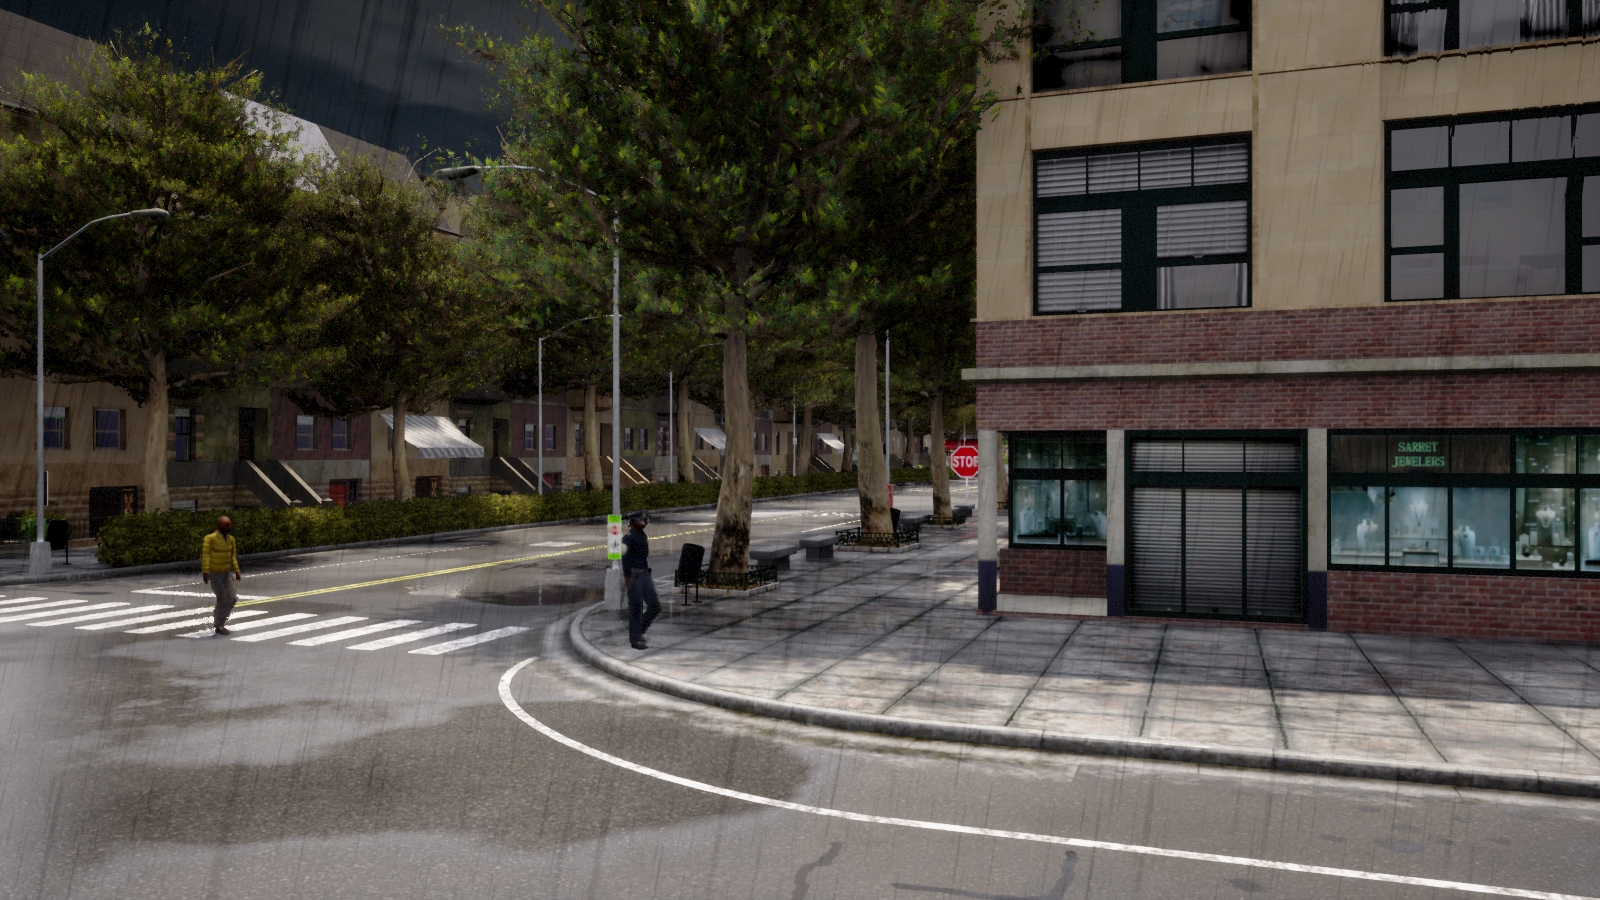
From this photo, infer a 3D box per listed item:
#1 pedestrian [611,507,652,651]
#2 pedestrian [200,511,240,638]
[{"bbox_3d":[-2.238,1.699,15.180,0.375,1.860,0.375,0,0,29],"label":"pedestrian"},{"bbox_3d":[-8.731,1.854,17.203,0.375,1.860,0.375,0,0,19],"label":"pedestrian"}]
